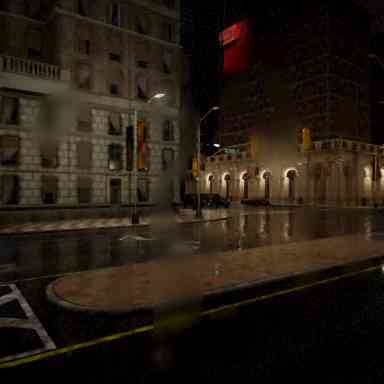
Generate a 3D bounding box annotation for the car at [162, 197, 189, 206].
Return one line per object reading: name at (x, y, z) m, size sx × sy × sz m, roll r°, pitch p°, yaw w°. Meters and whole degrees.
car at (-2.917, 1.547, 56.973) m, size 2.033 × 1.411 × 5.357 m, roll 0°, pitch 0°, yaw -34°

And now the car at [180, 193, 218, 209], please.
car at (0.597, 1.221, 45.948) m, size 2.150 × 2.045 × 5.566 m, roll 0°, pitch 0°, yaw -35°

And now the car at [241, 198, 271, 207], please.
car at (9.796, 1.601, 51.429) m, size 1.895 × 1.301 × 4.718 m, roll 0°, pitch 0°, yaw -35°

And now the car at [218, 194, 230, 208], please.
car at (3.086, 1.221, 48.487) m, size 2.150 × 2.045 × 5.566 m, roll 0°, pitch 0°, yaw -36°
